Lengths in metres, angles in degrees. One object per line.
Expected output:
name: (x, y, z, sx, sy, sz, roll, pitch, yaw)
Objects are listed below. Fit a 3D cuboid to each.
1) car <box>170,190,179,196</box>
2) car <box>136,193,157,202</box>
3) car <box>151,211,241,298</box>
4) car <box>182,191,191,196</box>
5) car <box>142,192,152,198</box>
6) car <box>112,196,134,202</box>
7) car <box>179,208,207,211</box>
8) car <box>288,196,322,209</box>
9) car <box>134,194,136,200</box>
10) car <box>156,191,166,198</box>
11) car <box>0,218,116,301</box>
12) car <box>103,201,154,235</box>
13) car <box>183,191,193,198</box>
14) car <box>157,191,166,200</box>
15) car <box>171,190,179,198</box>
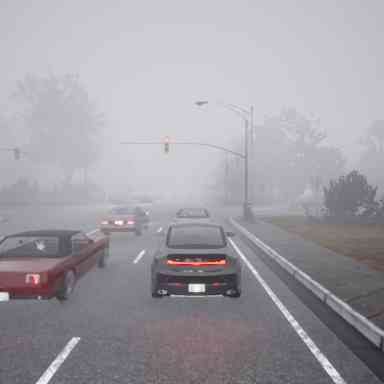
car: (-4.986, 0.270, 94.854, 2.097, 1.767, 4.553, 0, 1, -7)
car: (-7.231, 1.165, 52.741, 1.994, 1.385, 4.181, 0, 1, 0)
car: (0.080, 1.472, 8.429, 1.837, 1.490, 4.892, 0, 0, 0)
car: (-1.506, 0.452, 95.224, 2.033, 1.411, 5.357, 0, 1, -7)
car: (-11.070, 0.831, 81.657, 1.994, 1.385, 4.181, 0, 1, -2)
car: (-10.814, 1.215, 51.221, 1.895, 1.301, 4.718, 0, 0, 2)
car: (0.064, 1.494, 17.742, 1.895, 1.301, 4.718, 0, 0, 0)
car: (13.633, 1.212, 38.484, 4.902, 1.511, 2.128, 0, 0, -3)
car: (-10.705, 1.020, 66.454, 2.033, 1.411, 5.357, 0, 1, 0)
car: (-7.607, 0.621, 82.598, 2.097, 1.767, 4.553, 0, 1, -2)
car: (-3.421, 1.569, 8.179, 1.895, 1.301, 4.718, 0, 0, 0)
car: (-3.462, 1.440, 17.835, 2.033, 1.411, 5.357, 0, 0, -1)
car: (-0.745, 0.772, 85.347, 1.994, 1.385, 4.181, 0, 1, -4)
car: (-7.225, 0.938, 69.178, 2.128, 1.511, 4.902, 0, 1, -1)
car: (-4.217, 0.752, 84.807, 2.128, 1.511, 4.902, 0, 1, -4)
